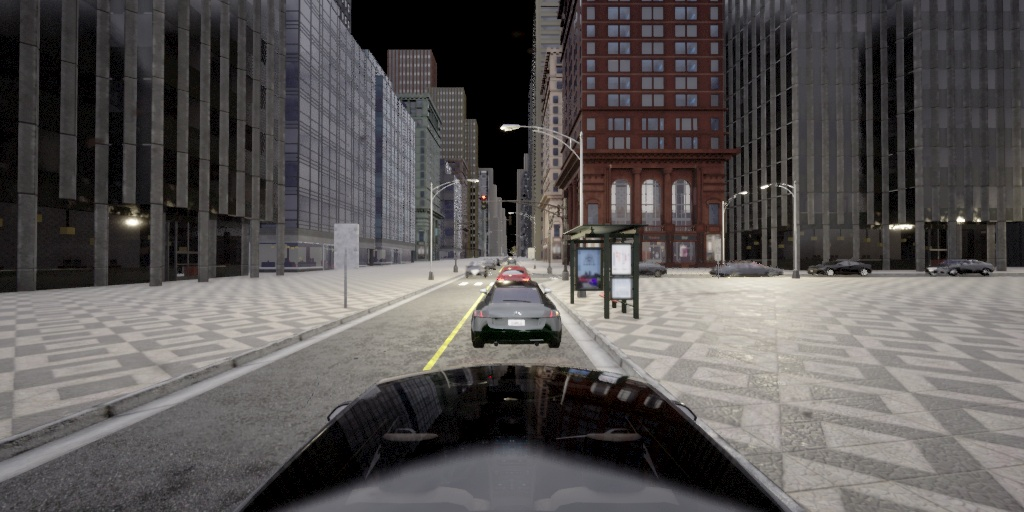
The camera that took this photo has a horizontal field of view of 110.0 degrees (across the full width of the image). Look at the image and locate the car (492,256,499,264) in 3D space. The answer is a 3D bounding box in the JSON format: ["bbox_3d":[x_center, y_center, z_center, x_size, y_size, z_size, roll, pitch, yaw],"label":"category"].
[{"bbox_3d":[-3.111,1.188,48.732,1.837,1.490,4.892,0,1,0],"label":"car"}]

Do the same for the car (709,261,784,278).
[{"bbox_3d":[19.505,1.187,29.984,5.357,1.411,2.033,0,-1,0],"label":"car"}]

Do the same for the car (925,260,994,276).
[{"bbox_3d":[41.281,1.082,33.149,4.902,1.511,2.128,0,-1,1],"label":"car"}]

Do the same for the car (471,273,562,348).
[{"bbox_3d":[0.096,1.314,9.243,1.994,1.385,4.181,0,0,0],"label":"car"}]

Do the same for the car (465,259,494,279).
[{"bbox_3d":[-3.110,1.212,32.493,2.128,1.511,4.902,0,0,0],"label":"car"}]

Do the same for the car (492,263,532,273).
[{"bbox_3d":[0.112,1.269,19.078,1.812,1.442,4.674,0,0,1],"label":"car"}]

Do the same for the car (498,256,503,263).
[{"bbox_3d":[-3.079,1.119,64.516,1.882,1.535,5.008,0,0,0],"label":"car"}]

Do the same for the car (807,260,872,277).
[{"bbox_3d":[30.236,1.112,33.193,5.008,1.535,1.882,0,-1,0],"label":"car"}]

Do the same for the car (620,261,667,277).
[{"bbox_3d":[11.861,1.225,33.210,4.674,1.442,1.812,0,-1,-2],"label":"car"}]
